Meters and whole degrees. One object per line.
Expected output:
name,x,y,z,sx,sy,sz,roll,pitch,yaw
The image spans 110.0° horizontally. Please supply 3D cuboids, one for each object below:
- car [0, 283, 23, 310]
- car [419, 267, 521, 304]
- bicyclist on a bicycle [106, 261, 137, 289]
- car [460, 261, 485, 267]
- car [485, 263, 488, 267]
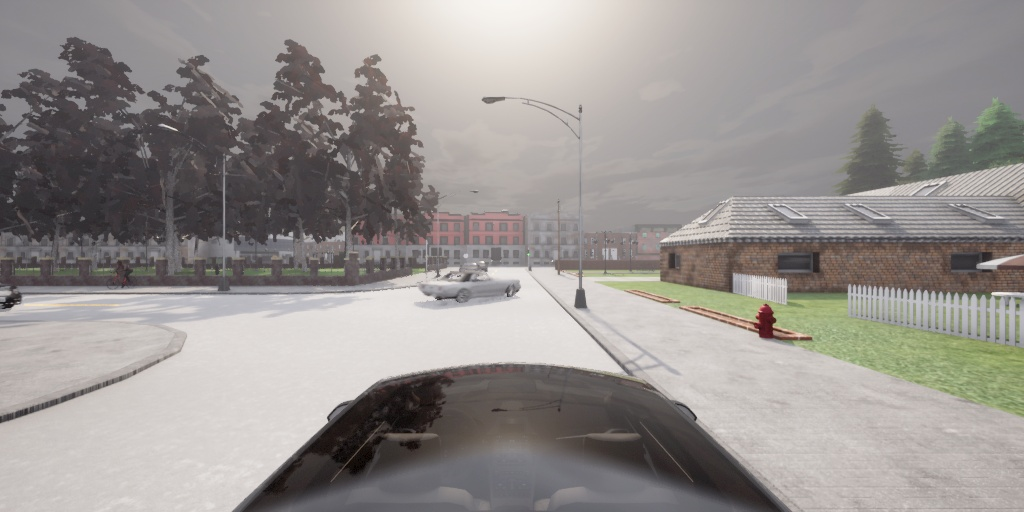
car,-20.262,1.239,12.453,4.902,1.511,2.128,0,0,0
car,-1.750,1.351,16.487,1.895,1.301,4.718,0,0,44
bicyclist on a bicycle,-22.656,1.099,20.842,0.582,1.620,1.656,0,0,0
car,-4.124,1.314,35.596,1.994,1.385,4.181,0,0,0
car,-4.108,1.314,45.581,1.994,1.385,4.181,0,0,0
